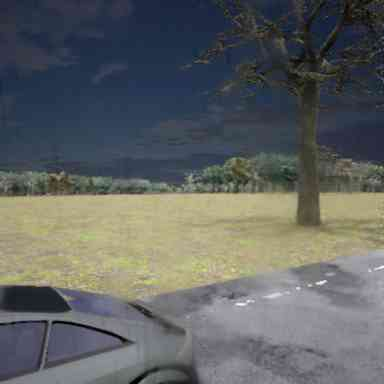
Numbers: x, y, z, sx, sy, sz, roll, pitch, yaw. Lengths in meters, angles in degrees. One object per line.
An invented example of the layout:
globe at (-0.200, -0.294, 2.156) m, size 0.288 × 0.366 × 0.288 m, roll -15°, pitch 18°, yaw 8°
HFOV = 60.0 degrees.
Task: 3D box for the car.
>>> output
car at (-1.957, 1.567, 2.626) m, size 4.181 × 1.385 × 1.994 m, roll 0°, pitch 0°, yaw -35°
